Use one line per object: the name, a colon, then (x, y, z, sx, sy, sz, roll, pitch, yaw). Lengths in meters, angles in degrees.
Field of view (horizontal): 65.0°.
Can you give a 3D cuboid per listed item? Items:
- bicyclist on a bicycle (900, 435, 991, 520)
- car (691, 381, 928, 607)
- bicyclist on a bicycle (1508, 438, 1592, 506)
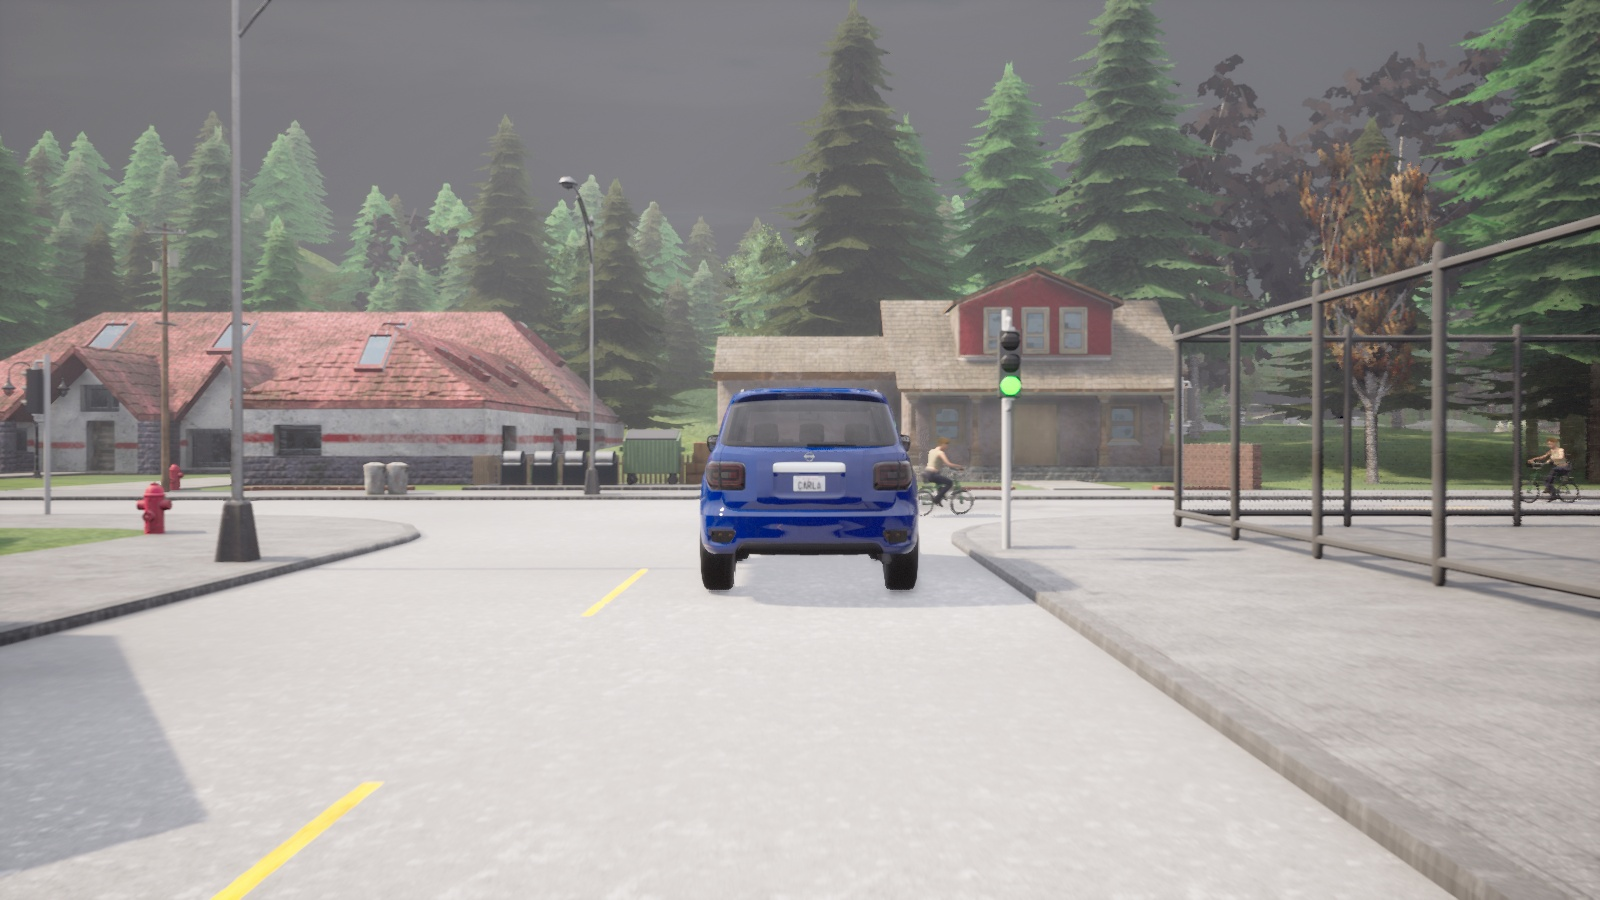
bicyclist on a bicycle: (2.939, 0.540, 25.353, 1.509, 1.612, 0.866, 0, 5, -30)
car: (0.099, 0.384, 14.188, 2.150, 2.045, 5.566, 0, 0, 0)
bicyclist on a bicycle: (18.175, 0.523, 30.441, 1.509, 1.612, 0.866, 0, 0, 0)
